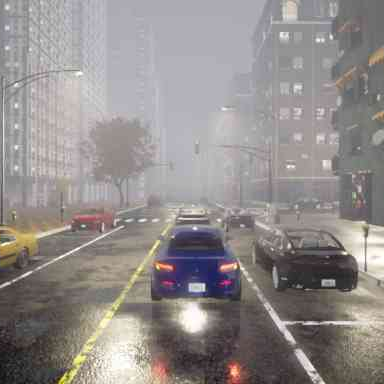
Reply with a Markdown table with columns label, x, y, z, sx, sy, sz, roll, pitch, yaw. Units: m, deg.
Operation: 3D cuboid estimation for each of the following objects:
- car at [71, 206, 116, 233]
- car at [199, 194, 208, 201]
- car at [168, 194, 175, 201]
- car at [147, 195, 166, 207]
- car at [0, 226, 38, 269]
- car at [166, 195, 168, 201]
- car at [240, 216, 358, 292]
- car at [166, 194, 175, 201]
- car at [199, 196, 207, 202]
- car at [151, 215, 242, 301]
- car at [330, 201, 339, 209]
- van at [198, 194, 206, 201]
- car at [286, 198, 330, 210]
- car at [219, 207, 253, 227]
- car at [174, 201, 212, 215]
| label | x | y | z | sx | sy | sz | roll | pitch | yaw |
| --- | --- | --- | --- | --- | --- | --- | --- | --- | --- |
| car | -5.723 | 1.549 | 19.762 | 1.887 | 1.381 | 4.507 | 0 | 0 | 0 |
| car | 2.558 | 1.630 | 74.256 | 1.947 | 1.339 | 4.313 | 0 | 0 | 0 |
| car | -5.843 | 1.649 | 85.288 | 1.947 | 1.339 | 4.313 | 0 | 0 | 0 |
| car | -5.783 | 1.349 | 52.150 | 2.192 | 1.841 | 5.009 | 0 | 0 | 0 |
| car | -5.703 | 1.526 | 8.526 | 1.752 | 1.417 | 4.829 | 0 | 0 | 0 |
| car | -5.793 | 1.607 | 57.673 | 1.947 | 1.339 | 4.313 | 0 | 0 | 0 |
| car | 2.677 | 1.551 | 8.711 | 2.008 | 1.369 | 4.403 | 0 | 0 | 0 |
| car | -5.854 | 1.409 | 90.810 | 2.192 | 1.841 | 5.009 | 0 | 0 | 0 |
| car | 2.548 | 1.599 | 79.949 | 1.752 | 1.417 | 4.829 | 0 | 0 | 0 |
| car | 0.079 | 1.526 | 8.190 | 1.812 | 1.442 | 4.674 | 0 | 0 | 0 |
| car | 18.755 | 1.259 | 39.267 | 4.829 | 1.417 | 1.752 | -1 | 1 | -1 |
| van | 2.537 | 1.424 | 85.303 | 1.690 | 1.788 | 3.998 | 0 | 0 | 0 |
| car | 13.358 | 1.359 | 39.202 | 4.403 | 1.369 | 2.008 | -1 | 1 | -1 |
| car | 2.657 | 1.555 | 19.777 | 2.008 | 1.369 | 4.403 | 0 | 0 | 0 |
| car | 0.048 | 1.495 | 18.293 | 2.128 | 1.511 | 4.902 | 0 | 0 | 0 |
